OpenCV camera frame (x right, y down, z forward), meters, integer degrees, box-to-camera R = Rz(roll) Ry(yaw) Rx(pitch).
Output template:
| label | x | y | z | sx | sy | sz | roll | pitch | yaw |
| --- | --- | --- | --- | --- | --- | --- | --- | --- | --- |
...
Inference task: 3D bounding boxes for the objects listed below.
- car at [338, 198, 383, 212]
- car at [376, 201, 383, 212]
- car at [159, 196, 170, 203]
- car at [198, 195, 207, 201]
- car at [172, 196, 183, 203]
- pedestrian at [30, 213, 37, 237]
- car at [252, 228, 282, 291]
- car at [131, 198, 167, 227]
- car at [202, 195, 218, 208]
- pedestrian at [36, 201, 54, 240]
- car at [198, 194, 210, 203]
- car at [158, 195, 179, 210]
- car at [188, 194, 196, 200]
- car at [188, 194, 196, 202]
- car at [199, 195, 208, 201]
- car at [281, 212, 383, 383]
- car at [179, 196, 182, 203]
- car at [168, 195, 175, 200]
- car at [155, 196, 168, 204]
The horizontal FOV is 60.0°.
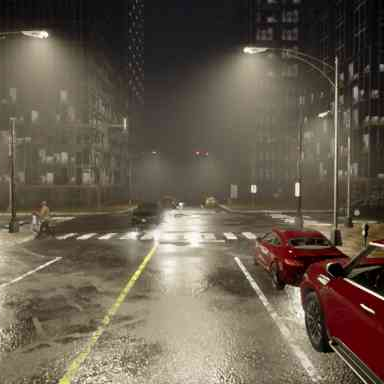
| label | x | y | z | sx | sy | sz | roll | pitch | yaw |
| --- | --- | --- | --- | --- | --- | --- | --- | --- | --- |
| car | 15.653 | 1.356 | 29.826 | 4.892 | 1.490 | 1.837 | 0 | 1 | -5 |
| car | 16.130 | 1.537 | 24.051 | 4.313 | 1.339 | 1.947 | 0 | 1 | -5 |
| car | -5.662 | 1.509 | 69.620 | 1.947 | 1.339 | 4.313 | -1 | 0 | 0 |
| car | 2.688 | 1.469 | 86.578 | 2.008 | 1.369 | 4.403 | -1 | 0 | 0 |
| car | -2.993 | 1.544 | 69.486 | 1.895 | 1.301 | 4.718 | 0 | 0 | 0 |
| pedestrian | -7.810 | 1.515 | 16.574 | 0.500 | 1.100 | 0.500 | -1 | 1 | 0 |
| car | 2.679 | 1.578 | 8.776 | 1.802 | 1.307 | 4.206 | -1 | 0 | 0 |
| car | -3.104 | 1.519 | 23.862 | 1.882 | 1.535 | 5.008 | 0 | 1 | 0 |
| car | 2.812 | 1.495 | 48.314 | 1.752 | 1.417 | 4.829 | -1 | 0 | 0 |
| pedestrian | -6.719 | 1.286 | 15.257 | 0.375 | 1.860 | 0.375 | -1 | 1 | 0 |
| car | 2.719 | 1.267 | 63.395 | 2.192 | 1.841 | 5.009 | -1 | 0 | 0 |
| car | -3.109 | 1.326 | 42.681 | 2.097 | 1.767 | 4.553 | 0 | 0 | 1 |
| car | 0.009 | 1.232 | 84.212 | 1.882 | 1.535 | 5.008 | 0 | 0 | 0 |
| car | 0.008 | 1.523 | 74.239 | 1.895 | 1.301 | 4.718 | 0 | 0 | 0 |
| car | 2.687 | 1.492 | 80.905 | 1.947 | 1.339 | 4.313 | -1 | 0 | 0 |
| car | 2.672 | 1.314 | 3.151 | 2.192 | 1.841 | 5.009 | -1 | 0 | 0 |
| car | -3.084 | 1.441 | 53.792 | 1.882 | 1.535 | 5.008 | 0 | 0 | 0 |
| car | -5.659 | 1.491 | 92.315 | 1.802 | 1.307 | 4.206 | -1 | 0 | 0 |
| car | -5.833 | 1.517 | 63.946 | 1.947 | 1.339 | 4.313 | -1 | 0 | 0 |
